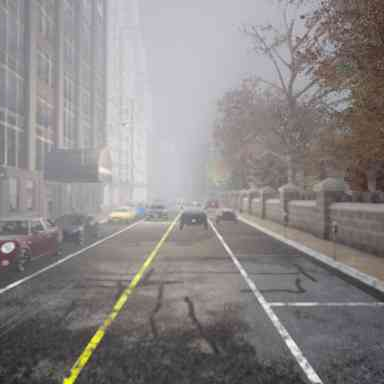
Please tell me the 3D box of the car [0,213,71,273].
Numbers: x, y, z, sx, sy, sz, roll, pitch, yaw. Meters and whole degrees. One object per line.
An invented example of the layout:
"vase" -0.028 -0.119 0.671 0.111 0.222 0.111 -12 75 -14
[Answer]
"car" -5.823 1.561 10.914 1.967 1.590 4.097 0 -1 0

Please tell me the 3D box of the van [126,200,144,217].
"van" -5.663 1.692 33.154 1.690 1.788 3.998 1 -1 0

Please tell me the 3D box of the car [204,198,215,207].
"car" 3.409 2.091 65.433 1.967 1.590 4.097 1 0 2

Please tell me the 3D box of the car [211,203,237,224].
"car" 2.711 1.874 27.320 1.802 1.307 4.206 0 -1 0

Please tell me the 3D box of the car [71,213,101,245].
"car" -5.821 1.745 16.472 1.947 1.339 4.313 0 -1 0

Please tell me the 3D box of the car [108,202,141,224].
"car" -5.678 1.818 27.423 1.752 1.417 4.829 0 -1 0

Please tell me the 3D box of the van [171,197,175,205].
"van" -4.966 1.996 65.708 1.690 1.788 3.998 1 0 2

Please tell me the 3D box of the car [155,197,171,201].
"car" -5.261 1.873 54.764 2.192 1.841 5.009 1 -1 2

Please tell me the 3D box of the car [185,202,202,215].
"car" 0.217 1.983 41.795 2.033 1.411 5.357 0 -1 1

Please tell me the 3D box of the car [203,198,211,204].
"car" 4.000 2.277 87.339 1.967 1.590 4.097 1 0 2

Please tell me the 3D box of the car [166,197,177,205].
"car" -4.670 2.065 76.652 2.192 1.841 5.009 1 0 2

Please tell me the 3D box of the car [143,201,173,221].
"car" -3.067 1.832 30.770 1.837 1.490 4.892 0 -1 0

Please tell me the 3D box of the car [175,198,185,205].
"car" -2.124 2.226 71.694 2.128 1.511 4.902 0 -1 2

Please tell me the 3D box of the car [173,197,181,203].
"car" -4.228 2.325 93.069 1.967 1.590 4.097 1 0 2

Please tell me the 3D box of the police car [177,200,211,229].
"police car" 0.115 1.684 24.186 1.930 1.638 5.238 0 0 0

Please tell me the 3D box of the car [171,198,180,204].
"car" -4.377 2.392 87.595 2.008 1.369 4.403 1 0 2

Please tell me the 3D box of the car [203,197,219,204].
"car" 2.967 1.818 49.006 2.192 1.841 5.009 1 -1 2

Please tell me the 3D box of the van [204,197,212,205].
"van" 3.706 2.087 76.388 1.690 1.788 3.998 1 0 2
